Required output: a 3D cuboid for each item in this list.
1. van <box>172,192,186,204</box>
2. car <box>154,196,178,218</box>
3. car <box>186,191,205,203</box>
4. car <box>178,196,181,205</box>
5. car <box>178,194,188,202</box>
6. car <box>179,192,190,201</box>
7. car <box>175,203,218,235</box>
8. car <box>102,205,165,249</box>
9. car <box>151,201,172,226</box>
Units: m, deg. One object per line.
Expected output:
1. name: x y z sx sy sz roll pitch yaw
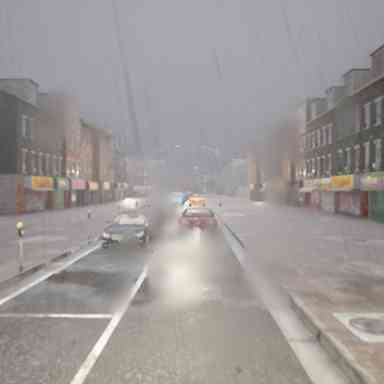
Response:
1. van: -2.048 1.084 46.471 1.690 1.788 3.998 0 0 1
2. car: -2.333 1.295 24.738 1.967 1.590 4.097 0 0 1
3. car: 0.678 1.107 45.012 2.097 1.767 4.553 0 0 1
4. car: -2.263 1.353 30.002 1.752 1.417 4.829 0 0 1
5. car: -1.762 1.184 68.206 1.887 1.381 4.507 0 0 1
6. car: -1.692 0.930 73.638 2.192 1.841 5.009 0 0 1
7. car: 0.318 1.498 18.030 1.895 1.301 4.718 0 0 1
8. car: -2.475 1.466 13.872 2.008 1.369 4.403 0 0 1
9. car: -2.403 1.430 19.305 1.887 1.381 4.507 0 0 1
